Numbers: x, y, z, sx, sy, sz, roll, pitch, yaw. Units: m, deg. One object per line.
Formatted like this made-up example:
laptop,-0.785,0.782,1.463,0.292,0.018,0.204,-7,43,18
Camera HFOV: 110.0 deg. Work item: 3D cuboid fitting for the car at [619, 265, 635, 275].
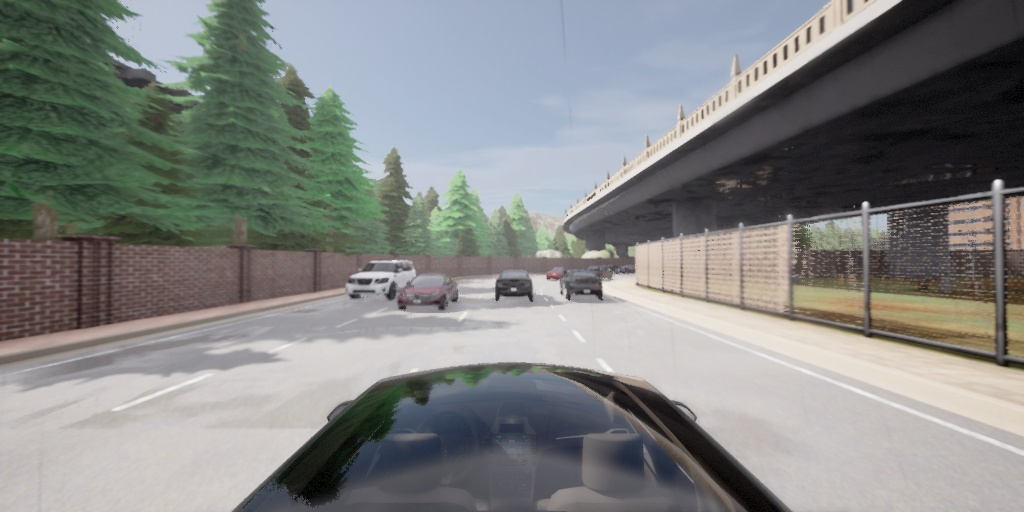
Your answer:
car,17.206,2.017,52.733,5.357,1.411,2.033,0,-1,-24

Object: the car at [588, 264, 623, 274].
car,14.389,1.994,55.101,4.902,1.511,2.128,0,-1,-27

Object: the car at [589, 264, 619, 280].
car,8.867,1.736,36.776,2.128,1.511,4.902,-1,-1,34

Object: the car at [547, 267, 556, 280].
car,5.246,1.818,37.514,1.994,1.385,4.181,-1,-1,31

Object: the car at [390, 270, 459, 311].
car,-3.508,1.473,15.745,1.812,1.442,4.674,0,-1,1

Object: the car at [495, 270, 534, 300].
car,0.176,1.477,19.436,1.882,1.535,5.008,0,-1,2

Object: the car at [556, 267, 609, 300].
car,3.686,1.505,19.583,1.837,1.490,4.892,0,-1,2

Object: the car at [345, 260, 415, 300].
car,-6.921,1.225,19.748,2.150,2.045,5.566,0,-1,2
